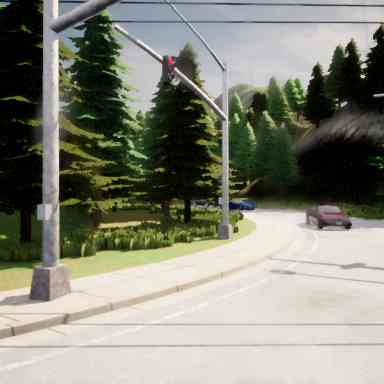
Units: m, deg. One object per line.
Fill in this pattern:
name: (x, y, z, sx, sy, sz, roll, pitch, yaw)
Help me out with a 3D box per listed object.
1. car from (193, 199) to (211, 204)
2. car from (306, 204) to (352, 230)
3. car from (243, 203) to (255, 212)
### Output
car: (1.987, 1.505, 50.068, 1.837, 1.490, 4.892, 0, 0, -37)
car: (8.598, 1.526, 21.297, 1.812, 1.442, 4.674, 0, 0, 5)
car: (5.250, 1.478, 38.590, 1.882, 1.535, 5.008, 0, 0, -29)
